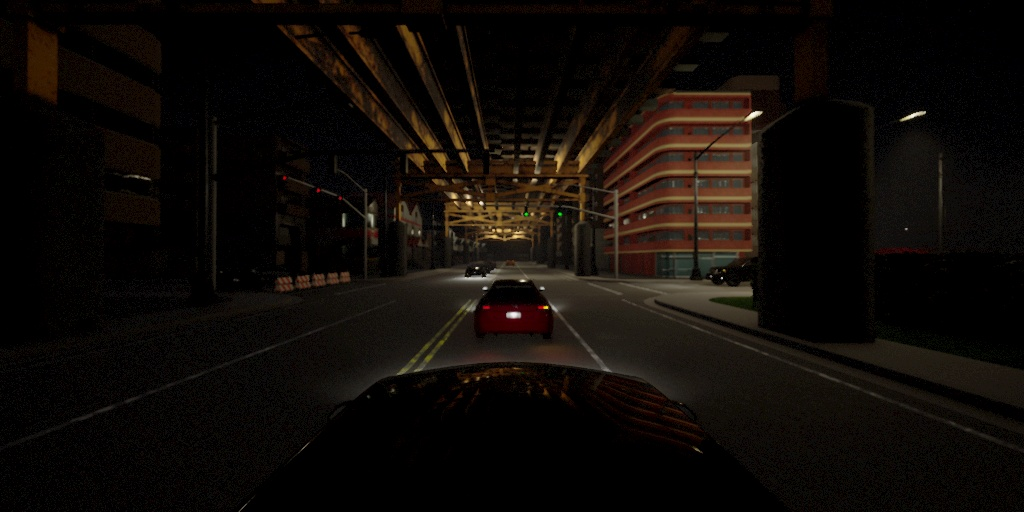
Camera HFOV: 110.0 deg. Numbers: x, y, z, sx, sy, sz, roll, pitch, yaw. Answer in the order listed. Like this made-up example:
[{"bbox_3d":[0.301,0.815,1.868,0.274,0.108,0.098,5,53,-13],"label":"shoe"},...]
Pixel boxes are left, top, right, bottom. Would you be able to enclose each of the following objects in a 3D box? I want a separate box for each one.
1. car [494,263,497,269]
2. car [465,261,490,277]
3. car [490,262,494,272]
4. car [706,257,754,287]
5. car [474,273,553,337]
[{"bbox_3d":[-3.837,1.575,56.198,1.812,1.442,4.674,0,0,0],"label":"car"},{"bbox_3d":[-3.760,1.519,38.095,1.994,1.385,4.181,0,0,0],"label":"car"},{"bbox_3d":[-3.803,1.606,46.981,1.895,1.301,4.718,0,0,0],"label":"car"},{"bbox_3d":[16.941,1.103,25.541,5.566,2.045,2.150,0,0,0],"label":"car"},{"bbox_3d":[0.051,1.364,10.428,1.994,1.385,4.181,0,0,0],"label":"car"}]
